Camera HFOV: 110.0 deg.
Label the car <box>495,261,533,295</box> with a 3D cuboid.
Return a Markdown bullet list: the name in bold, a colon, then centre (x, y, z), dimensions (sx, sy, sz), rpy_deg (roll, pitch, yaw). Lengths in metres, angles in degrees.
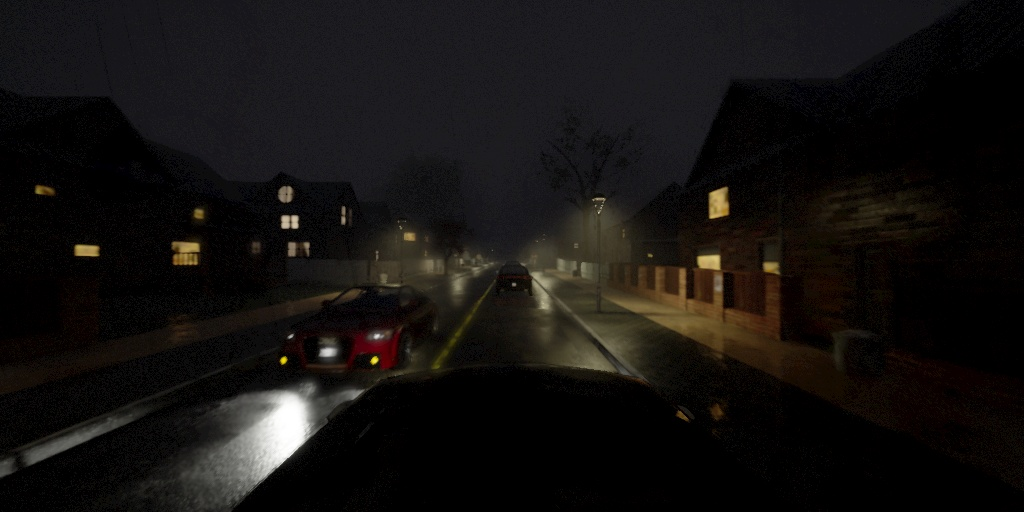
- **car**: centre (0.098, 1.214, 19.654), dimensions (1.882, 1.535, 5.008), rpy_deg (0, 0, 0)

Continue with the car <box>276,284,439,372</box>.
- **car**: centre (-2.849, 1.308, 7.558), dimensions (1.994, 1.385, 4.181), rpy_deg (0, 0, 0)
